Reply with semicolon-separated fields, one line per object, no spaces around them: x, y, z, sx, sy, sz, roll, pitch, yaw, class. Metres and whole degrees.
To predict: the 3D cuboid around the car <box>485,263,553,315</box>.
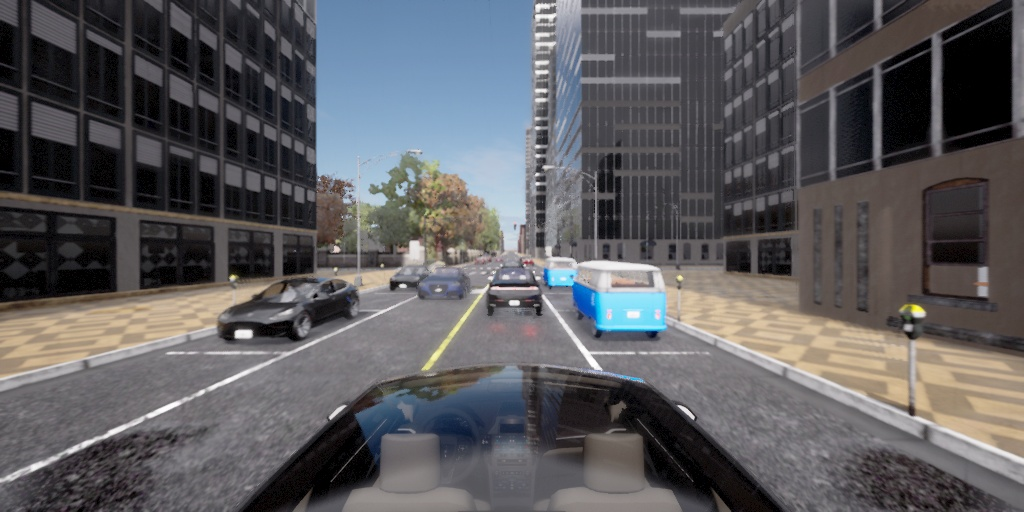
0.085;1.186;13.269;2.128;1.511;4.902;0;1;0;car

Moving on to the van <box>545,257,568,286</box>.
2.763;0.986;21.195;1.690;1.789;3.998;0;0;0;van

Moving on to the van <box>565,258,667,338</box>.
2.687;1.054;9.798;1.690;1.789;3.998;0;0;0;van

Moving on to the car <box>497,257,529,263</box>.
0.077;1.079;28.253;1.882;1.535;5.008;0;0;0;car

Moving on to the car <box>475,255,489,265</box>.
-5.719;0.919;64.994;1.888;1.381;4.507;0;0;0;car

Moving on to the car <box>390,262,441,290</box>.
-5.780;1.210;21.190;1.948;1.339;4.313;0;0;0;car

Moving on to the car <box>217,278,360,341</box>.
-5.694;1.278;9.792;1.948;1.339;4.313;0;0;0;car

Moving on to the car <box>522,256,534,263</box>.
2.664;0.849;59.320;1.967;1.591;4.097;0;0;0;car

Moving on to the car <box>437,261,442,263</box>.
-5.832;1.124;28.424;1.751;1.417;4.829;0;0;0;car

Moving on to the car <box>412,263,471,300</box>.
-3.101;1.234;17.115;1.994;1.385;4.181;0;0;0;car
